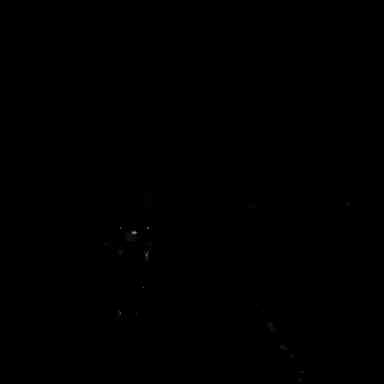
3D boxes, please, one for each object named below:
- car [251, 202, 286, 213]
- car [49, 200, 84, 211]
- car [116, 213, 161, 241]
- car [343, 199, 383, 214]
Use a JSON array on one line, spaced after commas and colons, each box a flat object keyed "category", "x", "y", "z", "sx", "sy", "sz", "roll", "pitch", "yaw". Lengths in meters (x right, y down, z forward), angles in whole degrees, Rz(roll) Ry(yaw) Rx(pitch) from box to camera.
[{"category": "car", "x": 11.382, "y": 2.171, "z": 49.456, "sx": 5.008, "sy": 1.535, "sz": 1.882, "roll": 0, "pitch": -2, "yaw": 0}, {"category": "car", "x": -18.715, "y": 1.973, "z": 49.623, "sx": 4.892, "sy": 1.490, "sz": 1.837, "roll": 0, "pitch": -2, "yaw": 0}, {"category": "car", "x": -2.847, "y": 1.833, "z": 18.301, "sx": 1.994, "sy": 1.385, "sz": 4.181, "roll": 0, "pitch": -1, "yaw": 0}, {"category": "car", "x": 25.399, "y": 2.008, "z": 49.386, "sx": 5.566, "sy": 2.045, "sz": 2.150, "roll": 1, "pitch": -2, "yaw": 0}]
